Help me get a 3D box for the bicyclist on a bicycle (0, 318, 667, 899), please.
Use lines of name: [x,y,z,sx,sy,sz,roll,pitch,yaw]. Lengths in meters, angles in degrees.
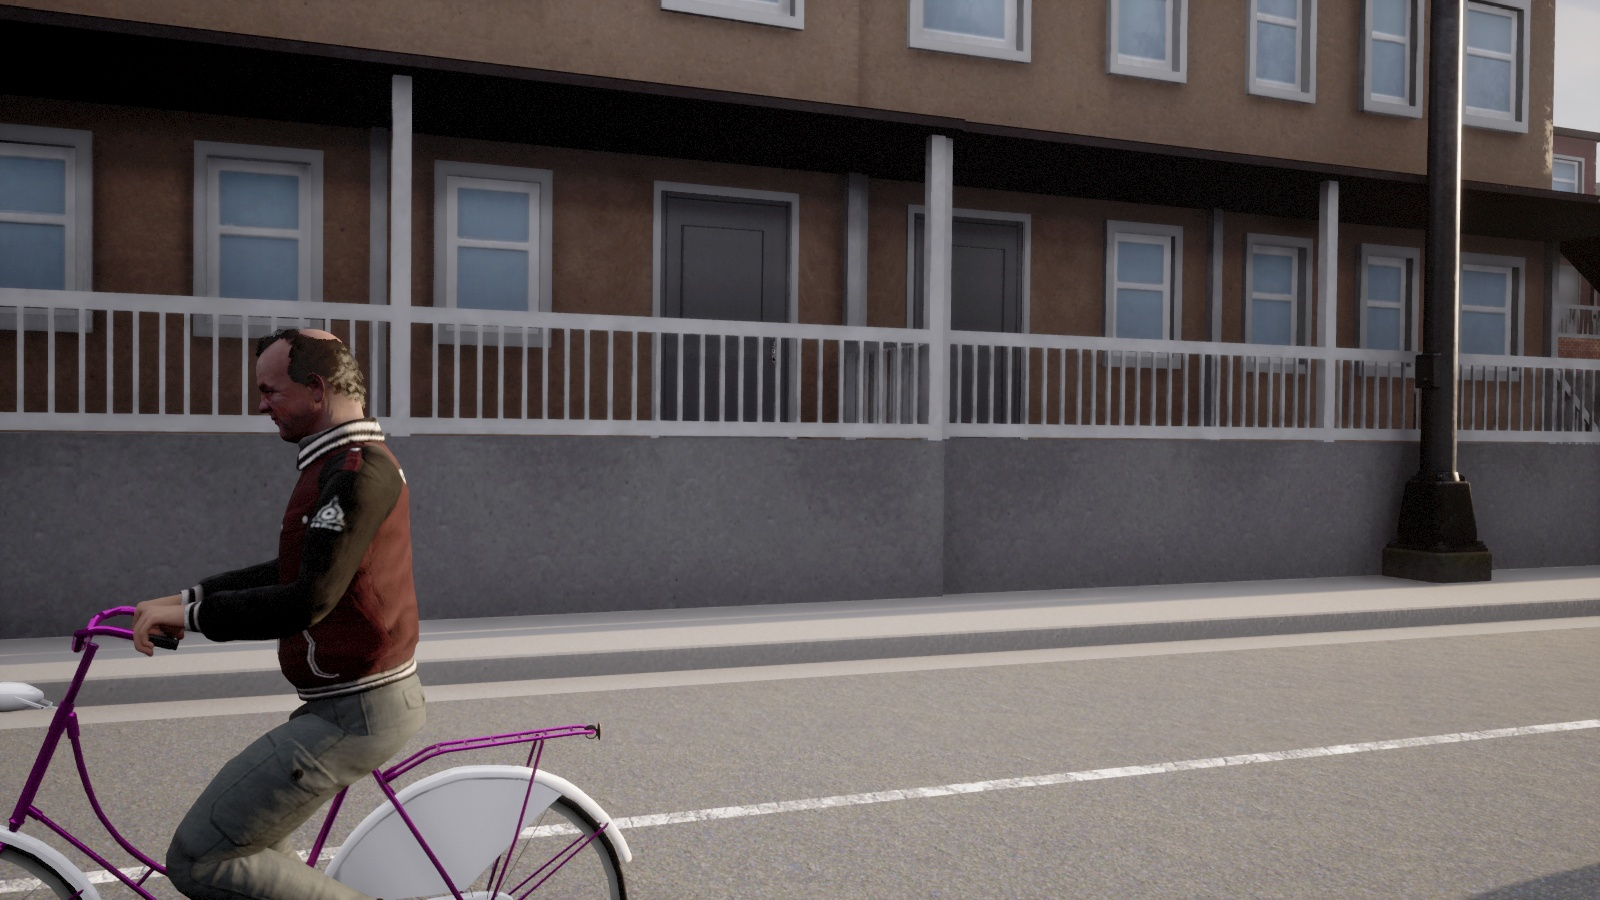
bicyclist on a bicycle: [-1.275,0.638,2.753,1.843,1.776,0.659,-1,1,-21]
